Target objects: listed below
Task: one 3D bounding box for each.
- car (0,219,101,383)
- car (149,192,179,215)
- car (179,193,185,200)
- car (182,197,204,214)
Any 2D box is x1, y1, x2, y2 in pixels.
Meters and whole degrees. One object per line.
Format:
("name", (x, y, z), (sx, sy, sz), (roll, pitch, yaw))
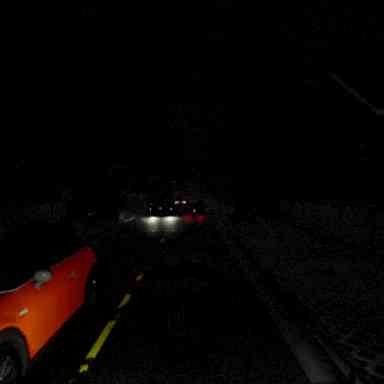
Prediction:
("car", (-2.828, 1.324, 4.560), (2.097, 1.767, 4.553), (0, 0, 0))
("car", (-2.738, 1.065, 31.774), (2.150, 2.045, 5.566), (0, 0, 0))
("car", (-2.489, 0.994, 72.193), (2.097, 1.767, 4.553), (0, 0, 0))
("car", (0.222, 1.441, 33.205), (1.895, 1.301, 4.718), (0, 0, 0))
